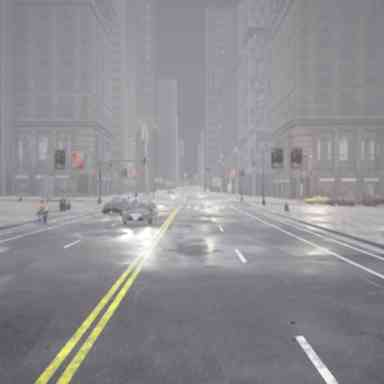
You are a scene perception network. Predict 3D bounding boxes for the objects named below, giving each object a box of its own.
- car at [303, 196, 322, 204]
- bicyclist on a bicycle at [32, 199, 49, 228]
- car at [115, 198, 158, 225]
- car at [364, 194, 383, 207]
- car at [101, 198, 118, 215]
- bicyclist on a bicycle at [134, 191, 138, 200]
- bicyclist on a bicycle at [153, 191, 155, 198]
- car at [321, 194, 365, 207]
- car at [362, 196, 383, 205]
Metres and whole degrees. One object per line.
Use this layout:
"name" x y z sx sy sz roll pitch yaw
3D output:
"car" 20.592 1.281 54.298 4.829 1.417 1.752 1 0 0
"bicyclist on a bicycle" -8.751 1.243 19.378 0.866 1.612 1.509 0 0 0
"car" -3.345 1.271 22.154 2.128 1.511 4.902 0 0 0
"car" 25.822 1.205 45.756 5.009 1.841 2.192 1 0 0
"car" -6.578 1.244 29.837 2.033 1.411 5.357 0 1 0
"bicyclist on a bicycle" -8.737 0.747 51.839 0.659 1.776 1.843 1 -1 0
"bicyclist on a bicycle" -8.751 0.636 76.361 0.582 1.620 1.656 0 1 0
"car" 20.732 1.365 45.771 4.507 1.381 1.887 1 0 0
"car" 30.533 1.444 54.277 4.403 1.369 2.008 1 0 0
